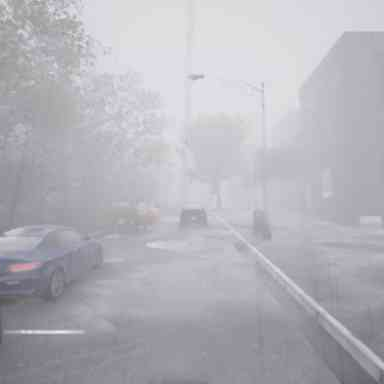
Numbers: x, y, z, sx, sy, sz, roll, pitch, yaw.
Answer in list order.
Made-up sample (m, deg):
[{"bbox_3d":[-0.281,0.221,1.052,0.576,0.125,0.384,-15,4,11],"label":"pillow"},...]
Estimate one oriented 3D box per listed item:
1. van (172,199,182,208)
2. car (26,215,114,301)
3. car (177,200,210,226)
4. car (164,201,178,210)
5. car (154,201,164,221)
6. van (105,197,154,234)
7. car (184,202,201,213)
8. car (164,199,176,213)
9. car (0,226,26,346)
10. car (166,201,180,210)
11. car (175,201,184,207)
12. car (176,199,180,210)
[{"bbox_3d":[-3.612,2.767,80.748,1.878,1.987,4.442,1,-1,2],"label":"van"},{"bbox_3d":[-3.651,1.543,8.259,2.002,1.452,4.674,0,0,2],"label":"car"},{"bbox_3d":[0.106,1.543,24.252,1.882,1.535,5.008,0,0,0],"label":"car"},{"bbox_3d":[-3.634,2.355,58.340,2.097,1.535,5.008,0,-1,2],"label":"car"},{"bbox_3d":[-3.650,1.422,24.943,2.185,1.767,4.553,0,0,2],"label":"car"},{"bbox_3d":[-3.645,1.307,19.520,1.878,1.987,4.442,0,0,2],"label":"van"},{"bbox_3d":[0.108,1.955,42.657,2.033,1.411,5.357,0,-2,0],"label":"car"},{"bbox_3d":[-3.628,1.888,41.676,2.163,1.488,4.792,1,-2,2],"label":"car"},{"bbox_3d":[-3.654,1.362,2.660,2.185,1.767,4.553,0,0,2],"label":"car"},{"bbox_3d":[-3.636,2.551,63.944,2.163,1.488,4.792,0,-1,2],"label":"car"},{"bbox_3d":[-3.387,3.279,91.992,2.231,1.521,4.892,0,-1,2],"label":"car"},{"bbox_3d":[-3.627,2.189,52.781,2.097,1.535,5.008,1,-2,2],"label":"car"}]
